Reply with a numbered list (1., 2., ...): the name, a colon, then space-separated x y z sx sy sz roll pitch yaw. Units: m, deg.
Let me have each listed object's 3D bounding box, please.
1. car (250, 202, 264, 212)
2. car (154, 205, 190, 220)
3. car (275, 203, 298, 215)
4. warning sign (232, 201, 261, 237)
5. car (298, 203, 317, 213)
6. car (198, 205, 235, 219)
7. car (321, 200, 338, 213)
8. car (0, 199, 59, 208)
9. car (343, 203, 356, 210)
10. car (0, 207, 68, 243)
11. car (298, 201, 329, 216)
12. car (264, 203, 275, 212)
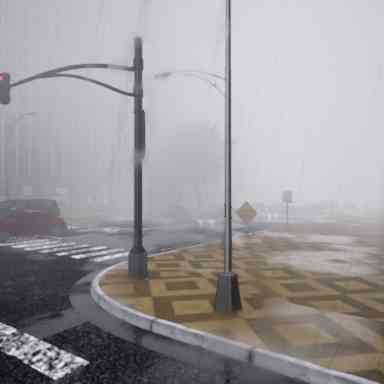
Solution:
1. car: 10.362 2.419 53.374 1.837 1.490 4.892 0 -1 33
2. car: -1.930 2.032 34.374 1.812 1.442 4.674 0 -1 33
3. car: 13.573 2.445 46.230 1.895 1.301 4.718 0 -1 33
4. warning sign: 3.051 1.452 18.585 1.300 1.860 1.060 1 1 33
5. car: 19.007 2.587 54.795 1.994 1.385 4.181 0 -1 33
6. car: 2.783 2.125 35.702 2.033 1.411 5.357 0 -1 33
7. car: 21.762 2.250 53.069 2.150 2.045 5.566 0 -1 33
8. car: -10.797 1.434 20.547 2.150 2.045 5.566 0 -1 33
9. car: 31.294 2.833 65.824 1.812 1.442 4.674 0 -1 33
10. car: -8.848 1.716 17.584 1.812 1.442 4.674 0 -1 33
11. car: 16.242 2.338 44.378 2.128 1.511 4.902 0 -1 33
12. car: 13.559 2.431 52.321 2.128 1.511 4.902 0 -1 33
